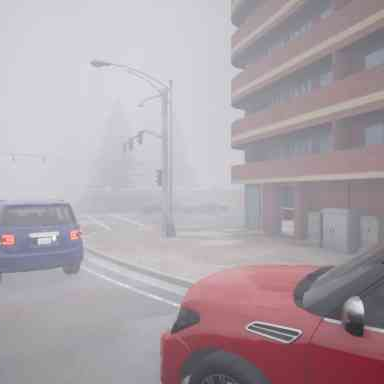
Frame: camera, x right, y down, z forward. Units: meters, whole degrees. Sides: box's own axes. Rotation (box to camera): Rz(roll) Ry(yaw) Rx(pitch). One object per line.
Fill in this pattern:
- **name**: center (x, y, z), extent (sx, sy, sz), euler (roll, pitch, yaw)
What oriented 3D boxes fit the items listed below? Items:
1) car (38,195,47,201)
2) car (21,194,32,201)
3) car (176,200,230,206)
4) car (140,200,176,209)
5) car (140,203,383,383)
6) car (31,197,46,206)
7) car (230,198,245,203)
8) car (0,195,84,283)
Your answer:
- **car**: center (-37.135, 1.478, 82.625), extent (1.882, 1.535, 5.008), euler (0, 0, -23)
- **car**: center (-40.312, 1.355, 81.153), extent (2.097, 1.767, 4.553), euler (0, 0, -23)
- **car**: center (1.142, 1.656, 34.270), extent (4.718, 1.301, 1.895), euler (0, 0, -22)
- **car**: center (-3.311, 1.581, 36.195), extent (4.674, 1.442, 1.812), euler (0, 0, -22)
- **car**: center (2.322, 1.221, 2.472), extent (5.566, 2.045, 2.150), euler (0, 0, 36)
- **car**: center (-25.489, 1.547, 55.300), extent (2.033, 1.411, 5.357), euler (0, 0, -23)
- **car**: center (5.219, 1.533, 39.746), extent (5.008, 1.535, 1.882), euler (0, 0, -22)
- **car**: center (-4.965, 1.221, 9.841), extent (2.150, 2.045, 5.566), euler (0, 0, -36)
